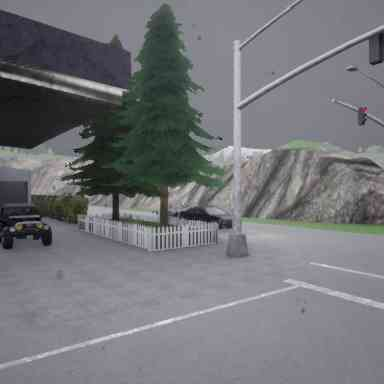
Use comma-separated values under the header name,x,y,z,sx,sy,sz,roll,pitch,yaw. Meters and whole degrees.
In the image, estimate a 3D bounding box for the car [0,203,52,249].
name,x,y,z,sx,sy,sz,roll,pitch,yaw
car,-8.053,1.505,15.798,1.905,1.878,3.866,0,0,-37

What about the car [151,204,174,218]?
name,x,y,z,sx,sy,sz,roll,pitch,yaw
car,-2.089,1.792,32.319,1.895,1.301,4.718,0,0,-36

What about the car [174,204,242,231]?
name,x,y,z,sx,sy,sz,roll,pitch,yaw
car,1.114,1.669,21.942,1.882,1.535,5.008,0,0,-36
